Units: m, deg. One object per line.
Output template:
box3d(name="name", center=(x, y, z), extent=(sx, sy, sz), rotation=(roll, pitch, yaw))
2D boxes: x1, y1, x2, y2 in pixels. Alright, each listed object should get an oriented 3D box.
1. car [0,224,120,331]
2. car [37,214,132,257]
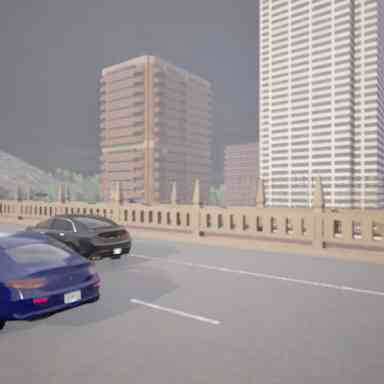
box3d(name="car", center=(-3.796, 1.524, 6.702), extent=(4.674, 1.442, 1.812), rotation=(0, 0, 35))
box3d(name="car", center=(-4.180, 1.502, 11.272), extent=(4.892, 1.490, 1.837), rotation=(0, 0, 36))
